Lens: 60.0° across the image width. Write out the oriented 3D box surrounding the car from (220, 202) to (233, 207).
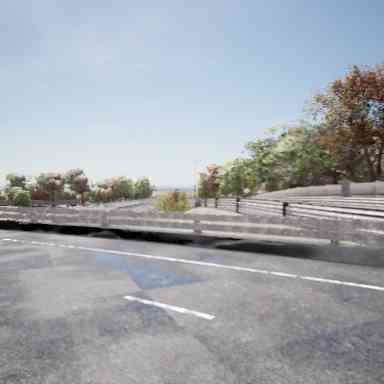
[{"bbox_3d":[6.548,2.148,63.269,1.837,1.490,4.892,0,-4,-3],"label":"car"}]
